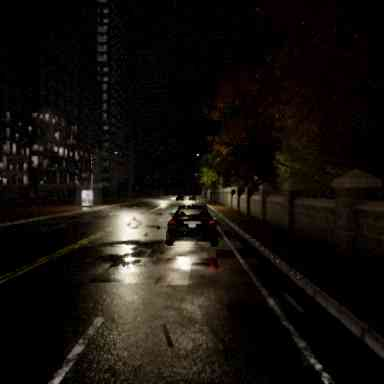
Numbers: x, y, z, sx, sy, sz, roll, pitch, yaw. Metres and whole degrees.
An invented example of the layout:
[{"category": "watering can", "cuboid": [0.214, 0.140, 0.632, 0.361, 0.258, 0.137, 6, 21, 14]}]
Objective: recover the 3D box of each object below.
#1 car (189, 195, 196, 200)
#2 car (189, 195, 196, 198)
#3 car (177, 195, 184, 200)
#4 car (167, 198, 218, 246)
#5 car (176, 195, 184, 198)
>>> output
[{"category": "car", "cuboid": [0.099, 1.540, 95.225, 2.033, 1.411, 5.357, 0, 0, 0]}, {"category": "car", "cuboid": [0.088, 1.620, 84.800, 2.128, 1.511, 4.902, 0, 0, 0]}, {"category": "car", "cuboid": [-3.150, 1.489, 95.227, 1.837, 1.490, 4.892, 0, 0, 0]}, {"category": "car", "cuboid": [0.014, 1.366, 15.520, 2.097, 1.767, 4.553, 0, 0, 0]}, {"category": "car", "cuboid": [-3.162, 1.639, 85.218, 1.994, 1.385, 4.181, 0, 0, 0]}]
